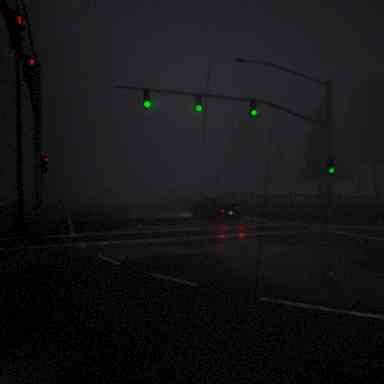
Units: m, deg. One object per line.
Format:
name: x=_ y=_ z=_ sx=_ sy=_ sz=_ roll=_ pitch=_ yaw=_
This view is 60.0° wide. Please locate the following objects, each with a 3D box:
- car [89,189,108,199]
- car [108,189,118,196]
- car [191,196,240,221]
car: x=-16.143 y=0.300 z=57.029 sx=1.882 sy=1.535 sz=5.008 roll=-1 pitch=1 yaw=-20
car: x=-16.381 y=0.127 z=67.849 sx=1.994 sy=1.385 sz=4.181 roll=-1 pitch=1 yaw=-20
car: x=1.450 y=0.999 z=21.767 sx=1.812 sy=1.442 sz=4.674 roll=-1 pitch=1 yaw=-21
